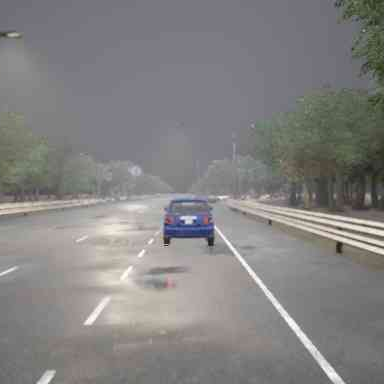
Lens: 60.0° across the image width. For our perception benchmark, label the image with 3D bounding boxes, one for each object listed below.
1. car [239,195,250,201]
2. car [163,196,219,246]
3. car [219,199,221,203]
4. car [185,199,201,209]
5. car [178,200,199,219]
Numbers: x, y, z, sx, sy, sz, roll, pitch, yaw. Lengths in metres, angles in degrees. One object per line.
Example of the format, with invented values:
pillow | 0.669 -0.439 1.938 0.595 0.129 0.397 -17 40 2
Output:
car | 13.317 1.596 85.692 2.128 1.511 4.902 0 0 34
car | -0.159 1.276 15.713 2.150 2.045 5.566 0 0 -1
car | 4.419 1.589 67.316 1.882 1.535 5.008 -1 0 19
car | 0.173 1.701 48.934 1.895 1.301 4.718 0 0 7
car | -0.333 1.562 31.346 1.882 1.535 5.008 0 0 -1
